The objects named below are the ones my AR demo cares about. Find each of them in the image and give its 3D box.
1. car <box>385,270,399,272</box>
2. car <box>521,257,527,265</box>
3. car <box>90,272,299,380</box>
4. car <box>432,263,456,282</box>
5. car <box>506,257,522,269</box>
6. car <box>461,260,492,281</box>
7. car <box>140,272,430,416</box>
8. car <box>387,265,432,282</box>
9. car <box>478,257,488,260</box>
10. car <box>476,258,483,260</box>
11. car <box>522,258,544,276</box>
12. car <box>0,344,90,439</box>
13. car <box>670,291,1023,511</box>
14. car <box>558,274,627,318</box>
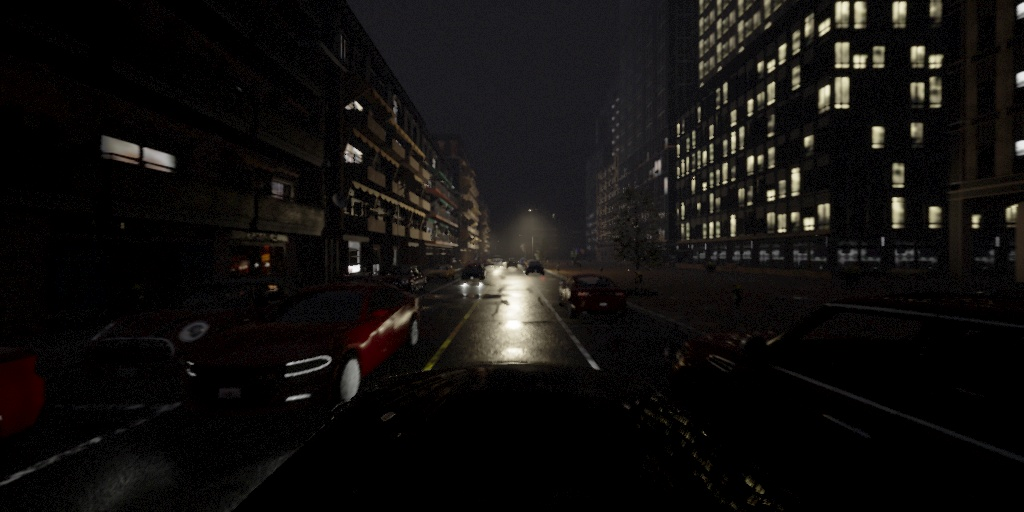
[{"bbox_3d":[-5.688,1.332,12.810,1.802,1.307,4.207,0,0,0],"label":"car"},{"bbox_3d":[2.706,1.206,51.492,1.967,1.591,4.097,0,0,0],"label":"car"},{"bbox_3d":[-5.690,1.190,7.283,1.967,1.591,4.097,0,0,0],"label":"car"},{"bbox_3d":[-5.682,1.277,29.220,1.751,1.417,4.829,0,0,0],"label":"car"},{"bbox_3d":[0.020,1.264,57.433,2.128,1.511,4.902,0,0,0],"label":"car"},{"bbox_3d":[-3.089,1.299,30.271,2.033,1.411,5.357,0,0,0],"label":"car"},{"bbox_3d":[-3.058,1.228,6.398,1.882,1.535,5.008,0,0,0],"label":"car"},{"bbox_3d":[-5.686,1.189,18.336,1.967,1.591,4.097,0,0,0],"label":"car"},{"bbox_3d":[-5.671,1.304,62.379,1.751,1.417,4.829,0,0,0],"label":"car"},{"bbox_3d":[-5.674,1.312,51.496,1.888,1.381,4.507,0,0,0],"label":"car"},{"bbox_3d":[2.363,1.280,37.911,1.812,1.442,4.674,0,0,0],"label":"car"},{"bbox_3d":[-5.692,1.296,1.756,1.888,1.381,4.507,0,0,0],"label":"car"},{"bbox_3d":[2.689,1.064,1.753,2.192,1.841,5.009,0,0,0],"label":"car"},{"bbox_3d":[2.692,1.294,12.807,1.888,1.381,4.507,0,0,0],"label":"car"}]
